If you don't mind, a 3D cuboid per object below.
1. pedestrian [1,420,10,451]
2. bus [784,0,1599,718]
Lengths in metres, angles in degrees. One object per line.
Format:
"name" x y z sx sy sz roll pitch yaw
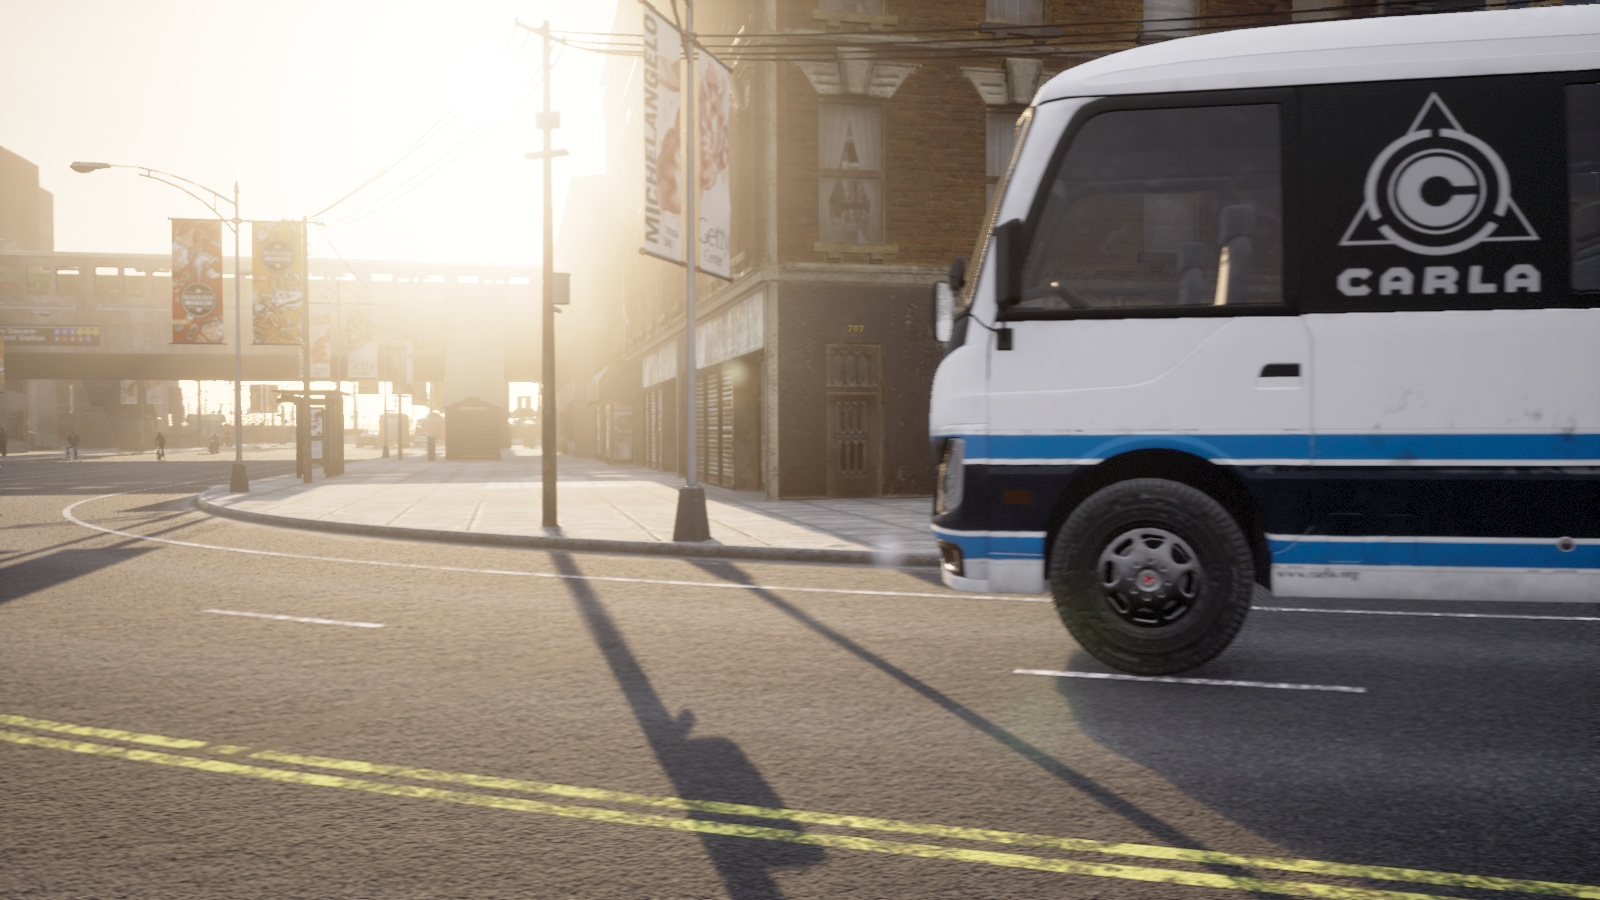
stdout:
"pedestrian" -48.682 -0.887 76.987 0.331 1.846 0.634 0 1 -20
"bus" 5.329 -0.663 8.812 10.273 4.253 3.944 0 1 11
